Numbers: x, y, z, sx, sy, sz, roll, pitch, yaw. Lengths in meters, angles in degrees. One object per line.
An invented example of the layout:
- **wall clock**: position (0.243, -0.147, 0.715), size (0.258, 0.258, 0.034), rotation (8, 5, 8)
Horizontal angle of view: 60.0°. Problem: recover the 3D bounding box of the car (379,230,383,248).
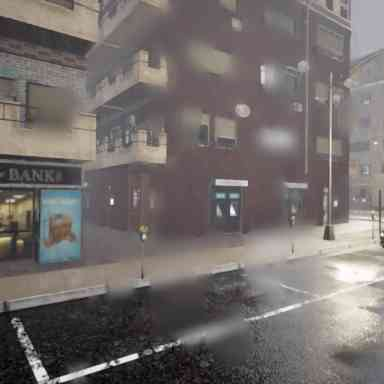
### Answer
- **car**: position (9.106, 1.551, 13.147), size (4.403, 1.369, 2.008), rotation (0, 1, -35)
